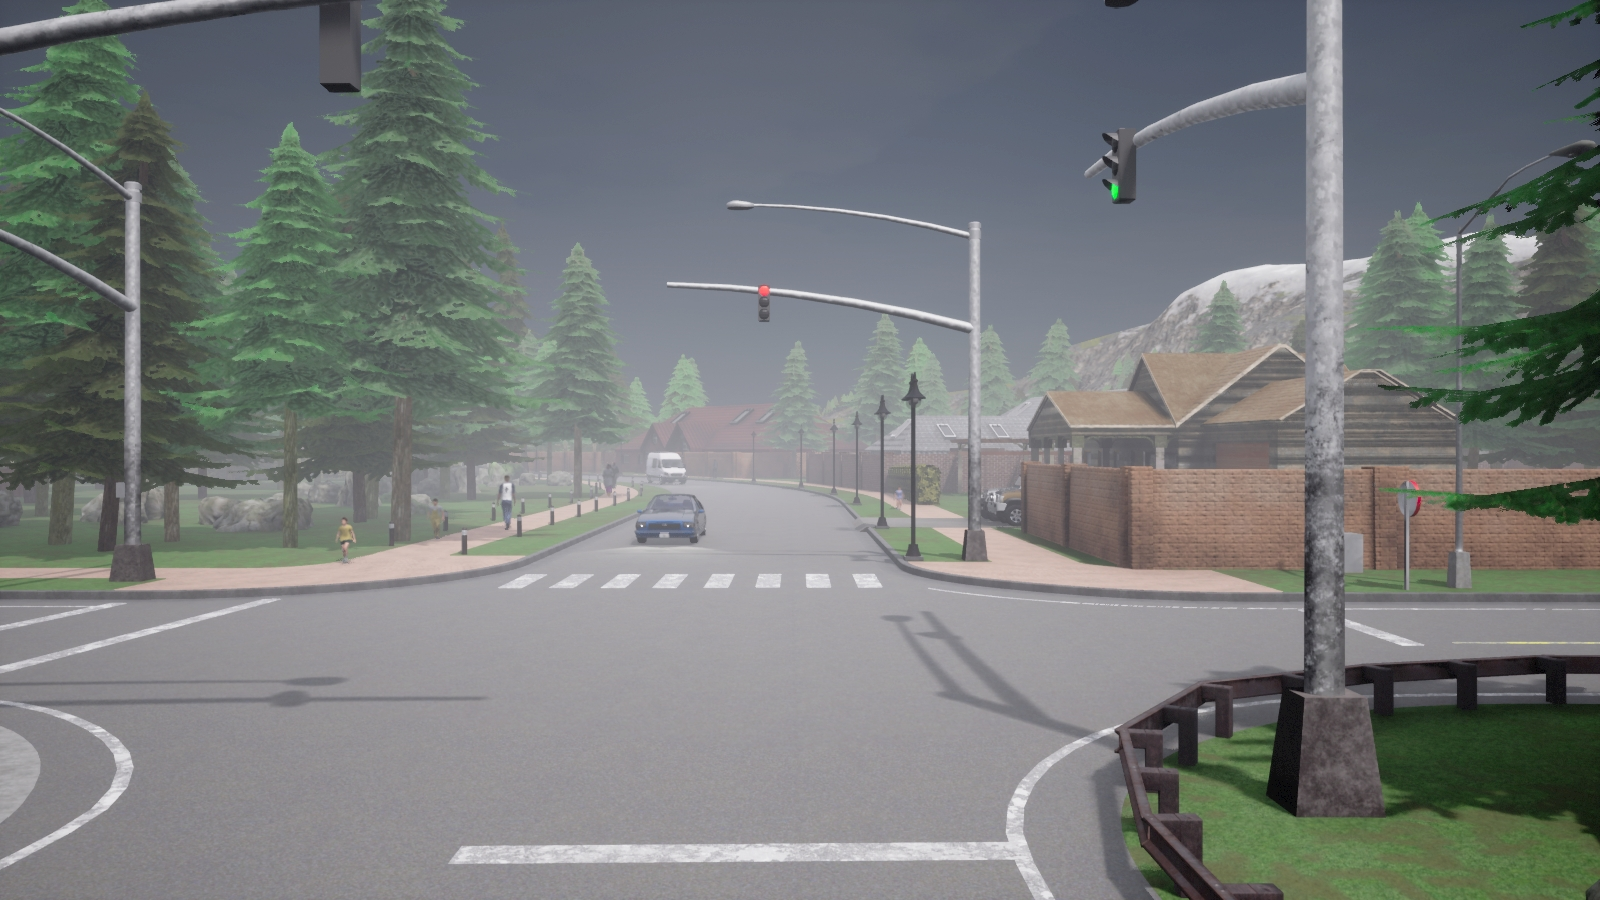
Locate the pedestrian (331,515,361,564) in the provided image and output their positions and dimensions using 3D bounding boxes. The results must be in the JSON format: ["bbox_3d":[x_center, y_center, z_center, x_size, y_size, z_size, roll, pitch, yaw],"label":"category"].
[{"bbox_3d":[-10.403,2.048,26.191,0.500,1.100,0.500,0,0,1],"label":"pedestrian"}]

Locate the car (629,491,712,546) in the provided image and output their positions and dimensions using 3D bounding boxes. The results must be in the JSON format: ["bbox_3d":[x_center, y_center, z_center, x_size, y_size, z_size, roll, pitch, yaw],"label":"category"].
[{"bbox_3d":[-3.930,2.072,35.589,2.033,1.411,5.357,0,0,0],"label":"car"}]

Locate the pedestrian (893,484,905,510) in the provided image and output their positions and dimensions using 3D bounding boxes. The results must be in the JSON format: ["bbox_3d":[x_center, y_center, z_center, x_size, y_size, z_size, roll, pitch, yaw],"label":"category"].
[{"bbox_3d":[4.310,2.046,49.694,0.500,1.100,0.500,0,0,-1],"label":"pedestrian"}]

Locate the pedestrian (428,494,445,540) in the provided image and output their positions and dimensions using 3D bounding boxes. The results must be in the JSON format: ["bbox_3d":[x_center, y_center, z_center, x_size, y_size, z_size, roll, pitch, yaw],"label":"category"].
[{"bbox_3d":[-10.586,1.943,33.293,0.375,1.300,0.375,0,0,-3],"label":"pedestrian"}]

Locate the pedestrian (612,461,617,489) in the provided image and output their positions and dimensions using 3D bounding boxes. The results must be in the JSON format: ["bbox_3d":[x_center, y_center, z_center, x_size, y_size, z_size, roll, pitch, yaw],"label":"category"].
[{"bbox_3d":[-12.407,1.662,76.385,0.375,1.860,0.375,0,0,-8],"label":"pedestrian"}]

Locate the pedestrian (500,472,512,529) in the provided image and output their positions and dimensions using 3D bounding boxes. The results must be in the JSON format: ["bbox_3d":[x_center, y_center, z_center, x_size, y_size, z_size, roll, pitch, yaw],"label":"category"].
[{"bbox_3d":[-9.649,1.664,37.518,0.375,1.860,0.375,0,0,-12],"label":"pedestrian"}]

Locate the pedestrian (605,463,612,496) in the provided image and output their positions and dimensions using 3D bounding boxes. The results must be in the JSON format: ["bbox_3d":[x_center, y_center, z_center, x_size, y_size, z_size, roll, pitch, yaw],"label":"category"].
[{"bbox_3d":[-10.736,1.664,63.974,0.375,1.860,0.375,0,0,-11],"label":"pedestrian"}]
